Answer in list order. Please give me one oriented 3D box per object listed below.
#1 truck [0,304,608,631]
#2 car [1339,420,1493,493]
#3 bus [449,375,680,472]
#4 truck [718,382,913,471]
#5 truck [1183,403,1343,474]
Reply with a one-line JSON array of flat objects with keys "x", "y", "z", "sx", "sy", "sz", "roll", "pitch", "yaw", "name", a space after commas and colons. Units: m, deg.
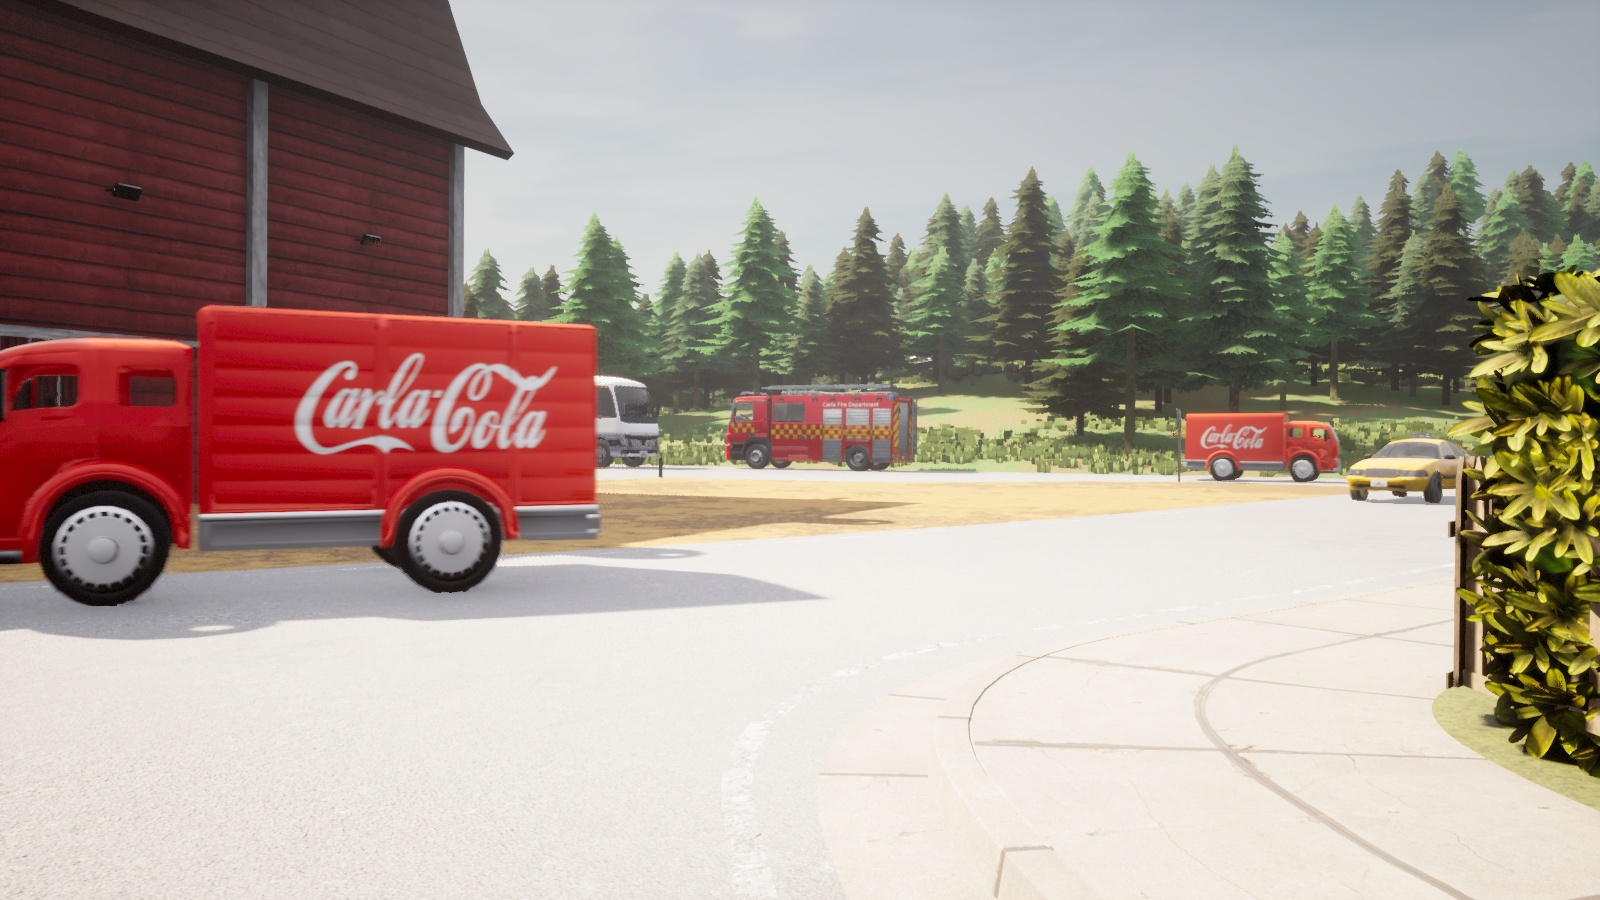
[{"x": -4.694, "y": 0.096, "z": 11.558, "sx": 5.204, "sy": 2.467, "sz": 2.627, "roll": -1, "pitch": 0, "yaw": -25, "name": "truck"}, {"x": 14.548, "y": 0.105, "z": 29.487, "sx": 1.801, "sy": 1.575, "sz": 5.366, "roll": 0, "pitch": 1, "yaw": 42, "name": "car"}, {"x": -11.111, "y": -1.139, "z": 59.087, "sx": 10.273, "sy": 4.253, "sz": 3.944, "roll": 0, "pitch": 0, "yaw": 26, "name": "bus"}, {"x": 0.667, "y": -1.022, "z": 57.294, "sx": 8.468, "sy": 3.827, "sz": 2.891, "roll": 0, "pitch": 0, "yaw": 26, "name": "truck"}, {"x": 16.820, "y": -0.404, "z": 45.625, "sx": 5.204, "sy": 2.467, "sz": 2.627, "roll": 0, "pitch": 1, "yaw": 26, "name": "truck"}]
